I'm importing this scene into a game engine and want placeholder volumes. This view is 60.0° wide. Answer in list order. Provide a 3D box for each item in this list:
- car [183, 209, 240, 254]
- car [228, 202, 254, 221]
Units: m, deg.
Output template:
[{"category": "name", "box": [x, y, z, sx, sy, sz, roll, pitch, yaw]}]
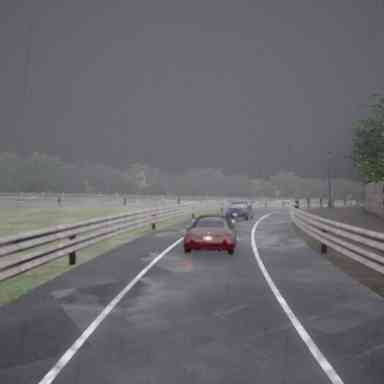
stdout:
[{"category": "car", "box": [0.871, 1.653, 14.028, 1.994, 1.385, 4.181, 0, 0, 8]}, {"category": "car", "box": [4.102, 1.607, 28.424, 1.812, 1.442, 4.674, -1, 0, 18]}]
